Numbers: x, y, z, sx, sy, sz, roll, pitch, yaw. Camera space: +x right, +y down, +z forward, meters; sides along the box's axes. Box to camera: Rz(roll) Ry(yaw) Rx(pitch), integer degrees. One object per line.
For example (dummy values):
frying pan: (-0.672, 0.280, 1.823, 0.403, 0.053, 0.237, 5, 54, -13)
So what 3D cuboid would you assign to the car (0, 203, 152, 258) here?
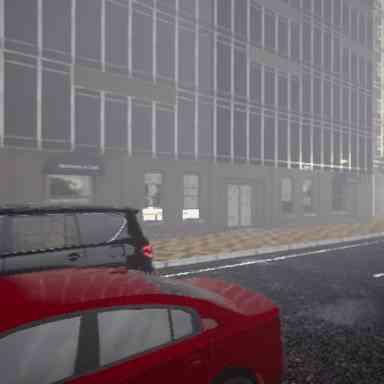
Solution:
car: (-3.260, 1.226, 5.364, 5.566, 2.045, 2.150, 1, 0, -36)

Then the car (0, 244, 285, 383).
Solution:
car: (-1.372, 1.482, 2.724, 5.008, 1.535, 1.882, 1, 0, -36)
